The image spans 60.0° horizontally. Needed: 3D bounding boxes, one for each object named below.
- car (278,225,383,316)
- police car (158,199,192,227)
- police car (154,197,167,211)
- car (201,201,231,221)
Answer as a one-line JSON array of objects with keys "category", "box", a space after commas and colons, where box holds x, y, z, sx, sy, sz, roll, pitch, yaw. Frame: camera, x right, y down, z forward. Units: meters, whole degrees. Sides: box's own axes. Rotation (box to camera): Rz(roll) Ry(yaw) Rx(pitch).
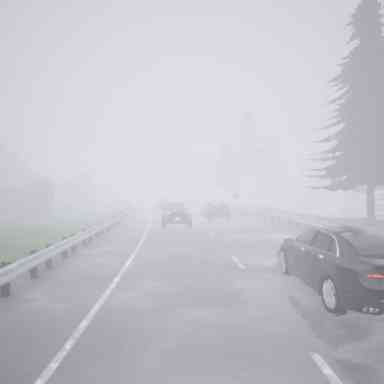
[{"category": "car", "box": [3.394, 1.506, 7.556, 1.837, 1.490, 4.892, 0, 0, -2]}, {"category": "police car", "box": [-1.148, 1.526, 23.070, 2.038, 1.542, 4.974, 0, 0, -5]}, {"category": "police car", "box": [-3.611, 1.467, 41.305, 1.930, 1.638, 5.238, 0, 0, -10]}, {"category": "car", "box": [1.897, 1.513, 27.553, 2.128, 1.511, 4.902, 0, 0, -6]}]
